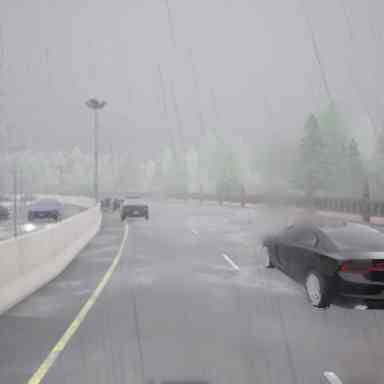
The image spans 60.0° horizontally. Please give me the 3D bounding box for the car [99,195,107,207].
[{"bbox_3d":[-9.717,1.107,40.201,1.837,1.490,4.892,0,1,-24],"label":"car"}]

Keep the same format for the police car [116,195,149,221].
[{"bbox_3d":[-4.419,1.172,25.120,1.930,1.638,5.238,0,1,-15],"label":"police car"}]

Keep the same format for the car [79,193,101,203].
[{"bbox_3d":[-17.280,0.999,56.222,2.033,1.411,5.357,-1,1,-35],"label":"car"}]

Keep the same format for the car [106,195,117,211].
[{"bbox_3d":[-7.438,1.160,34.607,1.837,1.490,4.892,0,1,-20],"label":"car"}]

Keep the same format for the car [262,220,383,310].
[{"bbox_3d":[3.108,1.388,7.750,1.882,1.535,5.008,0,1,-4],"label":"car"}]
